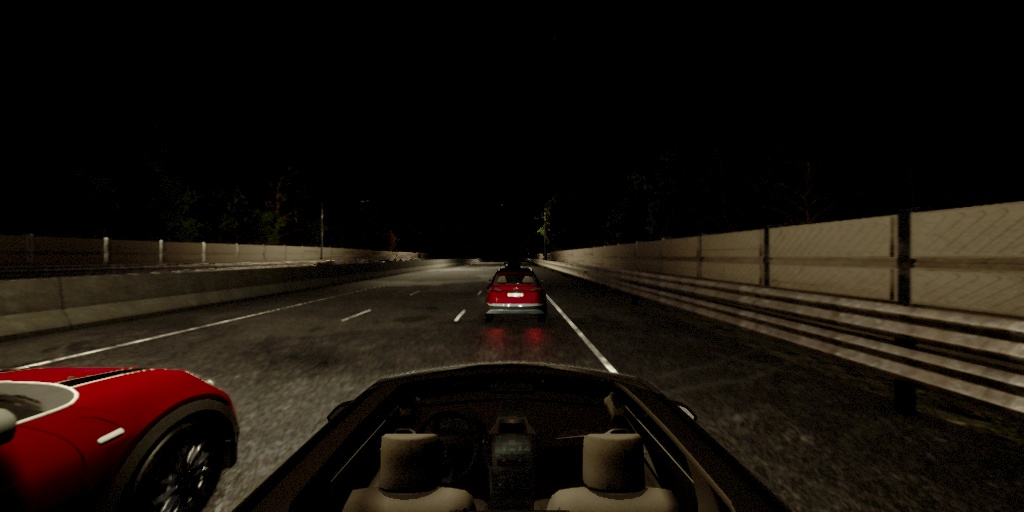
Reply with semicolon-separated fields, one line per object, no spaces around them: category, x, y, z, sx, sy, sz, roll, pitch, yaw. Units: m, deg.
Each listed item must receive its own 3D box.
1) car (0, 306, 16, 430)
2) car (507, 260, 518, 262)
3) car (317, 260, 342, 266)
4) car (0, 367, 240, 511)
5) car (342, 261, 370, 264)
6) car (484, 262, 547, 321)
car;-6.900;1.298;1.571;2.033;1.411;5.357;0;0;0
car;0.107;1.267;42.904;1.837;1.490;4.892;0;0;0
car;-24.501;1.312;48.709;2.033;1.411;5.357;0;0;0
car;-3.396;1.103;1.204;2.097;1.767;4.553;0;0;0
car;-20.992;1.333;49.716;2.033;1.411;5.357;0;0;0
car;0.101;1.183;12.531;2.033;1.649;4.856;0;0;0
